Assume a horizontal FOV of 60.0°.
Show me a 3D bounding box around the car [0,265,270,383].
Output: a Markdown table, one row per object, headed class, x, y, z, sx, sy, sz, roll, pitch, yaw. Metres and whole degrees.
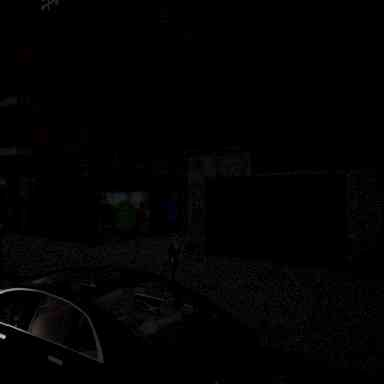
| class | x | y | z | sx | sy | sz | roll | pitch | yaw |
| --- | --- | --- | --- | --- | --- | --- | --- | --- | --- |
| car | -1.339 | 1.551 | 3.803 | 4.403 | 1.369 | 2.008 | 0 | 0 | 36 |
